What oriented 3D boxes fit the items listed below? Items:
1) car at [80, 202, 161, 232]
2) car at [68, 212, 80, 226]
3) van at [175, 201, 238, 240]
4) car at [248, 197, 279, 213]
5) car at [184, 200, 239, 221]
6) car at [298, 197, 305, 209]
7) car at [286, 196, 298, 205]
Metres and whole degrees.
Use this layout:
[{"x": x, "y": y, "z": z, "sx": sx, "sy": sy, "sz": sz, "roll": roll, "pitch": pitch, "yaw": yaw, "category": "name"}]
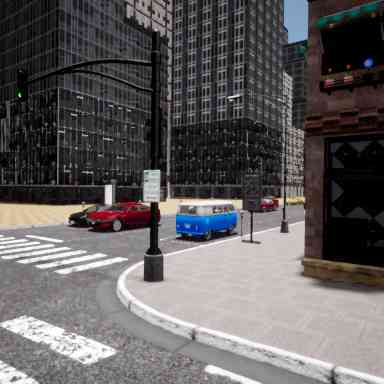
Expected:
[{"x": -3.974, "y": 1.418, "z": 20.209, "sx": 1.882, "sy": 1.535, "sz": 5.008, "roll": 1, "pitch": 1, "yaw": 34, "category": "car"}, {"x": -5.961, "y": 1.467, "z": 21.892, "sx": 1.947, "sy": 1.339, "sz": 4.313, "roll": 1, "pitch": 1, "yaw": 36, "category": "car"}, {"x": 0.862, "y": 1.368, "z": 17.019, "sx": 1.690, "sy": 1.788, "sz": 3.998, "roll": 1, "pitch": 1, "yaw": 36, "category": "van"}, {"x": 7.777, "y": 1.505, "z": 36.660, "sx": 1.895, "sy": 1.301, "sz": 4.718, "roll": 1, "pitch": 1, "yaw": 36, "category": "car"}, {"x": 1.779, "y": 1.469, "z": 28.268, "sx": 2.033, "sy": 1.411, "sz": 5.357, "roll": 1, "pitch": 1, "yaw": 36, "category": "car"}, {"x": 15.654, "y": 1.429, "z": 42.299, "sx": 2.128, "sy": 1.511, "sz": 4.902, "roll": 1, "pitch": 1, "yaw": 36, "category": "car"}, {"x": 16.447, "y": 1.364, "z": 53.271, "sx": 1.752, "sy": 1.417, "sz": 4.829, "roll": 1, "pitch": 1, "yaw": 36, "category": "car"}]
